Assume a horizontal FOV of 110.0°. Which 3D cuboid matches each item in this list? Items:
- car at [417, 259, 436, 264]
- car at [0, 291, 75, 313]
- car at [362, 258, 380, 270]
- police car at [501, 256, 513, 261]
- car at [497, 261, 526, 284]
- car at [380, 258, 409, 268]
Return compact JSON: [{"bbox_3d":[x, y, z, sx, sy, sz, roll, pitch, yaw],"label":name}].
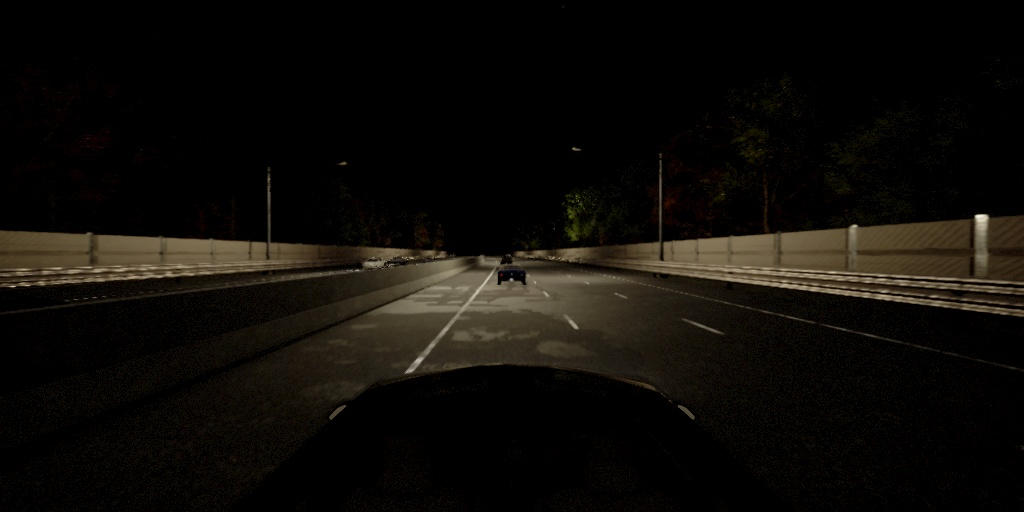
[{"bbox_3d":[-11.101,1.069,47.200,1.895,1.301,4.718,0,0,-1],"label":"car"},{"bbox_3d":[-10.603,1.298,6.299,1.994,1.385,4.181,0,0,0],"label":"car"},{"bbox_3d":[-18.090,1.000,47.262,1.812,1.442,4.674,0,0,-1],"label":"car"},{"bbox_3d":[-0.813,0.815,58.292,1.930,1.638,5.238,0,0,-1],"label":"police car"},{"bbox_3d":[-0.036,1.203,24.812,1.895,1.301,4.718,0,0,-1],"label":"car"},{"bbox_3d":[-14.571,0.972,45.768,2.128,1.511,4.902,0,0,-1],"label":"car"}]
